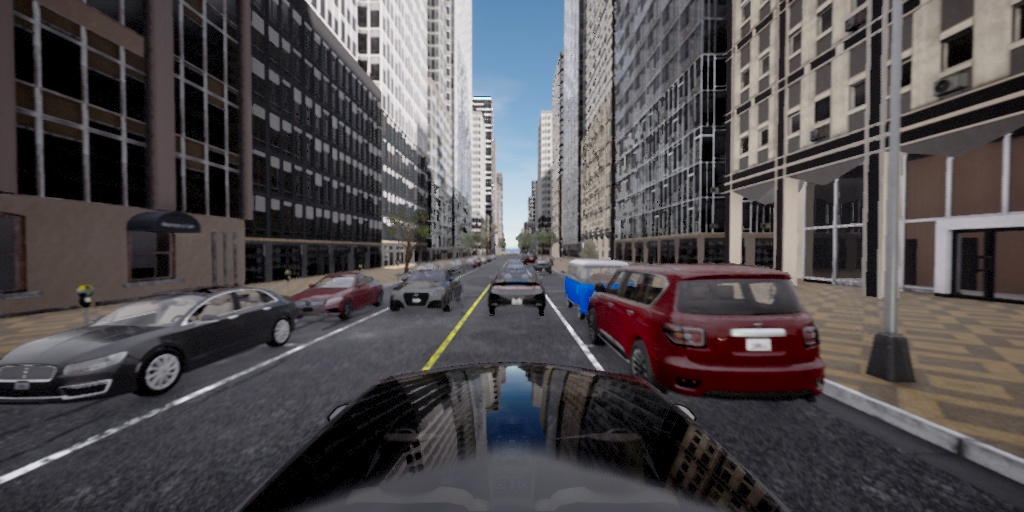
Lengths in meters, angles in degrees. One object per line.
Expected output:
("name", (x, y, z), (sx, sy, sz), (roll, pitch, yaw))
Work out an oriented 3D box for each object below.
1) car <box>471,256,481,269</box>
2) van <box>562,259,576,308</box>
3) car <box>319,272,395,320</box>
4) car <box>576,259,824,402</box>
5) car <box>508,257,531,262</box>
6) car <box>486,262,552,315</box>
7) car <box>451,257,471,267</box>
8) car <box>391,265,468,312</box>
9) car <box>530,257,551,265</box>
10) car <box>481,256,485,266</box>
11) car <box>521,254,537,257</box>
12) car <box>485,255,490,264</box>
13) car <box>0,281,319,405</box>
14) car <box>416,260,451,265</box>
("car", (-5.445, 0.915, 46.134), (1.802, 1.307, 4.207), (0, 0, 0))
("van", (2.741, 1.001, 11.986), (1.690, 1.789, 3.998), (0, 0, 0))
("car", (-5.640, 1.228, 12.034), (1.802, 1.307, 4.207), (0, 0, 0))
("car", (2.708, 1.027, 6.303), (2.192, 1.841, 5.009), (0, 0, 0))
("car", (0.263, 1.030, 30.958), (2.033, 1.411, 5.357), (0, 1, 0))
("car", (0.159, 1.137, 13.065), (2.128, 1.511, 4.902), (0, 0, 0))
("car", (-5.509, 0.988, 34.767), (2.007, 1.370, 4.403), (0, 0, 0))
("car", (-3.038, 1.202, 13.406), (1.994, 1.385, 4.181), (0, 1, 0))
("car", (2.871, 1.002, 34.719), (2.007, 1.370, 4.403), (0, 0, 0))
("car", (-5.412, 0.720, 51.817), (1.967, 1.591, 4.097), (0, 0, 0))
("car", (3.001, 0.557, 57.453), (2.192, 1.841, 5.009), (0, 0, 0))
("car", (-5.347, 0.701, 63.014), (1.751, 1.417, 4.829), (0, 0, 0))
("car", (-5.673, 1.249, 6.351), (2.007, 1.370, 4.403), (0, 0, 0))
("car", (-5.575, 1.093, 23.401), (2.007, 1.370, 4.403), (0, 0, 0))
